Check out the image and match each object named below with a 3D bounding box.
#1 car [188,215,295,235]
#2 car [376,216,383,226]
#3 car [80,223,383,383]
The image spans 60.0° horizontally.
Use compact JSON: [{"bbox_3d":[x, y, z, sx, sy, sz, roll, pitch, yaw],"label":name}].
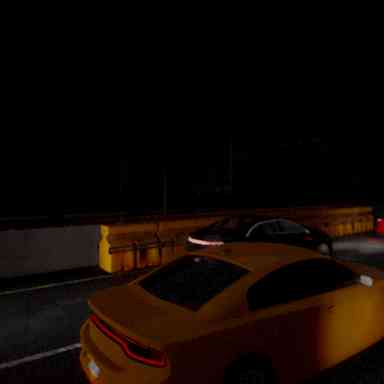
[{"bbox_3d":[2.080,1.410,9.532,4.902,1.511,2.128,-1,0,-36],"label":"car"},{"bbox_3d":[10.351,1.367,15.437,4.181,1.385,1.994,-1,0,-35],"label":"car"},{"bbox_3d":[1.102,1.439,4.534,5.008,1.535,1.882,-1,1,-36],"label":"car"}]
